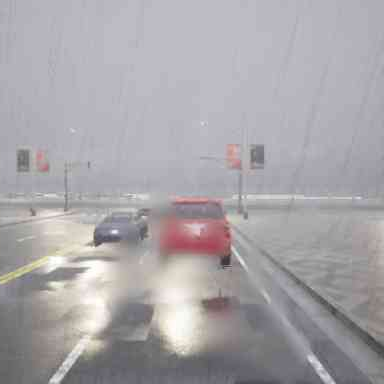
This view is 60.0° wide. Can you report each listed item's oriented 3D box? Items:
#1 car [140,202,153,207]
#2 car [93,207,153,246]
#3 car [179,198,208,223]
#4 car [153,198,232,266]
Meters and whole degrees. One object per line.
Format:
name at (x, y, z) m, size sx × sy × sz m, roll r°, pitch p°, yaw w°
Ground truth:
car at (-3.158, 1.557, 25.953) m, size 1.837 × 1.490 × 4.892 m, roll 0°, pitch 0°, yaw 0°
car at (-3.149, 1.592, 15.462) m, size 1.994 × 1.385 × 4.181 m, roll 0°, pitch 0°, yaw -1°
car at (0.096, 1.406, 26.477) m, size 2.097 × 1.767 × 4.553 m, roll 0°, pitch 0°, yaw 0°
car at (0.097, 1.237, 11.775) m, size 2.150 × 2.045 × 5.566 m, roll 0°, pitch -1°, yaw 0°
